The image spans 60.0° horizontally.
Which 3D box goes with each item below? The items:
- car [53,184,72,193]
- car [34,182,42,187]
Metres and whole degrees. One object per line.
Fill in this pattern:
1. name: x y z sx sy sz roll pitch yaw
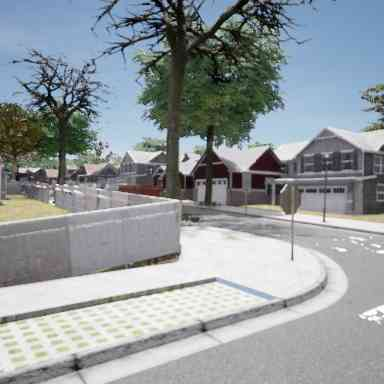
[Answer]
1. car: -18.287 -0.434 46.920 1.812 1.442 4.674 1 2 -35
2. car: -35.779 -1.727 77.107 1.895 1.301 4.718 1 1 -35
